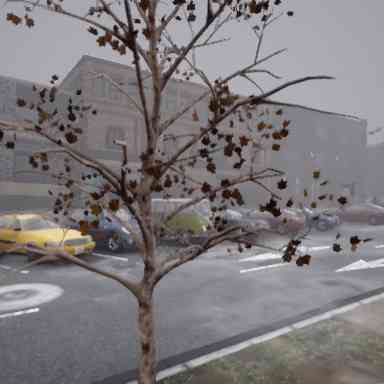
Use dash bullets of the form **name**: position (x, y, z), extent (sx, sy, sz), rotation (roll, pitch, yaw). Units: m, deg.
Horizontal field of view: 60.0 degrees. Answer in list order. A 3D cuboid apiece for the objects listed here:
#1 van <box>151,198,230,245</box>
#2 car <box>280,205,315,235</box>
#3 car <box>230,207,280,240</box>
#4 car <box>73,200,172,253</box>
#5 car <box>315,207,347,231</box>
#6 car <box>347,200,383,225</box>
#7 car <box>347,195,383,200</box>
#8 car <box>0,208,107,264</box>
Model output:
- **van**: position (-0.799, 1.256, 15.334), extent (4.442, 1.987, 1.878), rotation (-1, -1, 35)
- **car**: position (4.107, 1.529, 18.781), extent (4.674, 1.452, 2.002), rotation (-1, -1, 36)
- **car**: position (1.597, 1.488, 17.105), extent (4.892, 1.521, 2.231), rotation (-1, -1, 36)
- **car**: position (-3.404, 1.356, 13.699), extent (4.553, 1.767, 2.185), rotation (-1, -1, 35)
- **car**: position (6.621, 1.532, 20.462), extent (4.674, 1.452, 2.002), rotation (-1, -1, 36)
- **car**: position (11.681, 1.537, 23.757), extent (4.674, 1.452, 2.002), rotation (-1, -1, 37)
- **car**: position (14.250, 1.248, 25.381), extent (5.566, 2.045, 2.435), rotation (-1, -1, 37)
- **car**: position (-5.699, 1.473, 11.839), extent (5.366, 1.575, 1.946), rotation (-1, -1, 35)
